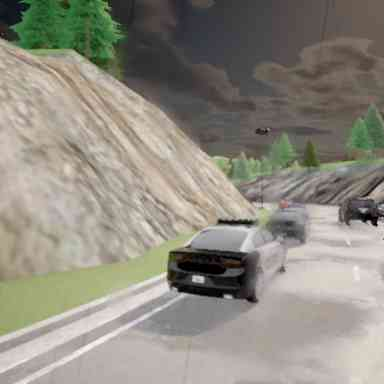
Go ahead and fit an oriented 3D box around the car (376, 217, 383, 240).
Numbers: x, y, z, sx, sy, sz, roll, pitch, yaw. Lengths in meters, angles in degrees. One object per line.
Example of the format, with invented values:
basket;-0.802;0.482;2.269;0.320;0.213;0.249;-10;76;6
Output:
car;6.363;1.653;8.873;2.033;1.411;5.357;0;-1;25

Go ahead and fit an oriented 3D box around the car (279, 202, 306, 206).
car;6.958;1.710;22.329;1.882;1.535;5.008;0;-1;19

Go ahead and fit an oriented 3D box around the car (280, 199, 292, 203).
car;14.555;1.875;50.867;2.097;1.767;4.553;0;-1;7

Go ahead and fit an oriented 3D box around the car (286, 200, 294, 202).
car;12.979;1.987;40.726;1.994;1.385;4.181;0;-1;11

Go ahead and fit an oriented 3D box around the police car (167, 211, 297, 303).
police car;1.263;1.512;8.764;1.930;1.638;5.238;0;-1;26

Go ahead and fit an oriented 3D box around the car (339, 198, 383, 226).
car;13.072;1.512;26.366;2.150;2.045;5.566;0;0;17

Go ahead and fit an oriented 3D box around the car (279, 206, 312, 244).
car;4.995;1.683;17.125;1.837;1.490;4.892;0;-1;22
